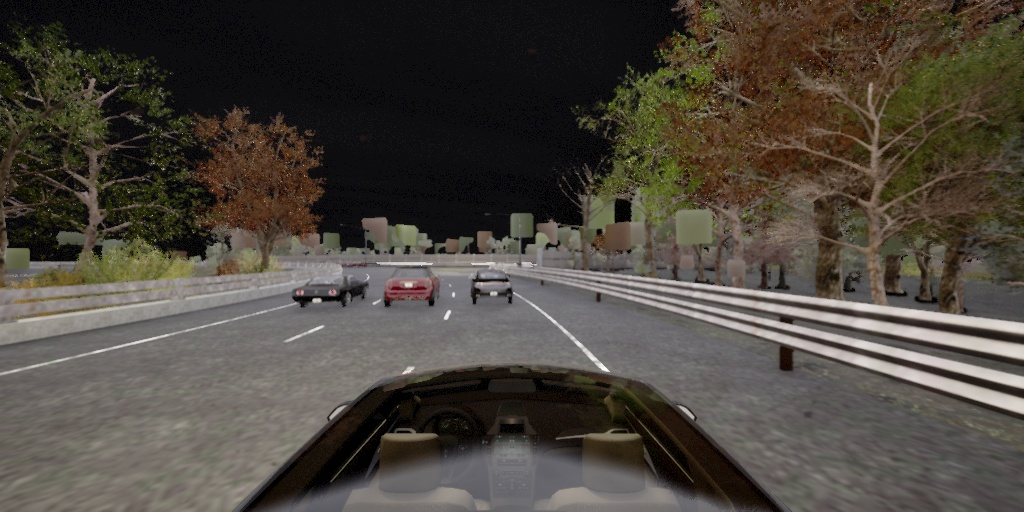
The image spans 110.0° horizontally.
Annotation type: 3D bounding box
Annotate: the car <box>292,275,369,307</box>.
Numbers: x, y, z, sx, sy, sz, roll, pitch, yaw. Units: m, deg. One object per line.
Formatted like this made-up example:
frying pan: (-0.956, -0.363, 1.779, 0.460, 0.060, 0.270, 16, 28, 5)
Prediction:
car: (-8.007, 1.497, 16.378, 1.895, 1.301, 4.718, 0, -1, -8)

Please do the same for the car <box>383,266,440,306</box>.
car: (-4.537, 1.250, 16.827, 2.097, 1.767, 4.553, 0, -1, -8)

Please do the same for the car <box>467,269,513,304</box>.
car: (-1.100, 1.398, 17.517, 2.128, 1.511, 4.902, 0, 0, -8)
